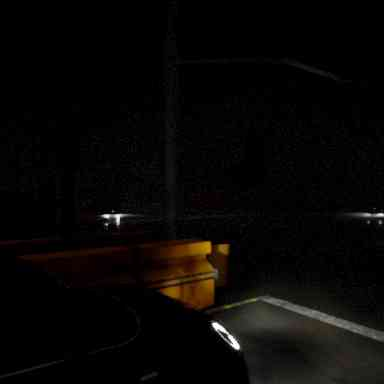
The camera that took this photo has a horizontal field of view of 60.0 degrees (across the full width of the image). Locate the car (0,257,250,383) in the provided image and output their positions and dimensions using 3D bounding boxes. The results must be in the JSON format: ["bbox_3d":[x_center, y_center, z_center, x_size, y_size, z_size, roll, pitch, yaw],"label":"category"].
[{"bbox_3d":[-1.655,1.352,2.642,4.553,1.767,2.097,0,0,-36],"label":"car"}]

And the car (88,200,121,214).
[{"bbox_3d":[-9.475,1.554,35.553,2.033,1.411,5.357,0,0,-36],"label":"car"}]

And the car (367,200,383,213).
[{"bbox_3d":[20.710,1.584,35.925,4.181,1.385,1.994,0,0,-35],"label":"car"}]
